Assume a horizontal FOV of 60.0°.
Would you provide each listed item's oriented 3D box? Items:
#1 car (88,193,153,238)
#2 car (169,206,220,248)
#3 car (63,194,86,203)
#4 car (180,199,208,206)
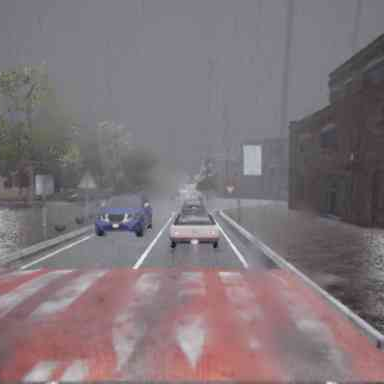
[{"bbox_3d":[-3.324,1.100,17.313,2.150,2.045,5.566,0,0,0],"label":"car"},{"bbox_3d":[0.099,1.502,14.279,1.895,1.301,4.718,0,0,0],"label":"car"},{"bbox_3d":[-18.053,1.015,53.330,2.033,1.411,5.357,1,2,26],"label":"car"},{"bbox_3d":[0.169,1.318,25.417,1.837,1.490,4.892,0,0,2],"label":"car"}]
